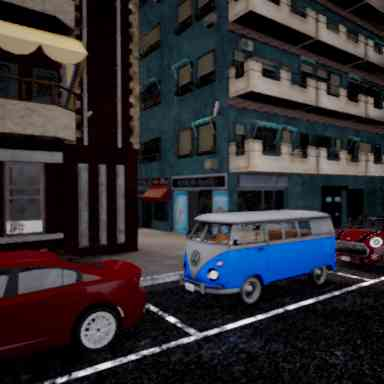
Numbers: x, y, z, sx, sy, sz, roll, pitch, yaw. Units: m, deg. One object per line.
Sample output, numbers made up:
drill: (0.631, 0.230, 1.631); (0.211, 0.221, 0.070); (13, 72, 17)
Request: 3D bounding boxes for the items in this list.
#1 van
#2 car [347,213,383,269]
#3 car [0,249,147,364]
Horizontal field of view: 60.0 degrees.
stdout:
van: (1.663, 1.340, 7.763); (3.998, 1.788, 1.690); (0, 0, -36)
car: (6.159, 1.437, 10.972); (4.097, 1.590, 1.967); (0, 0, -36)
car: (-2.831, 1.545, 4.552); (4.507, 1.381, 1.887); (0, 0, -36)
